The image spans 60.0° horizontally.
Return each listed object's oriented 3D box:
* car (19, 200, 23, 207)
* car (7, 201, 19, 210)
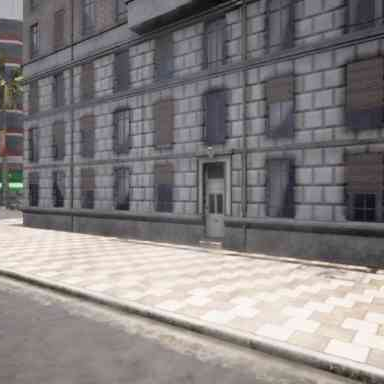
[{"bbox_3d":[-17.746,1.526,40.112,1.812,1.442,4.674,0,0,36],"label":"car"},{"bbox_3d":[-20.842,1.564,41.796,1.994,1.385,4.181,0,0,36],"label":"car"}]
